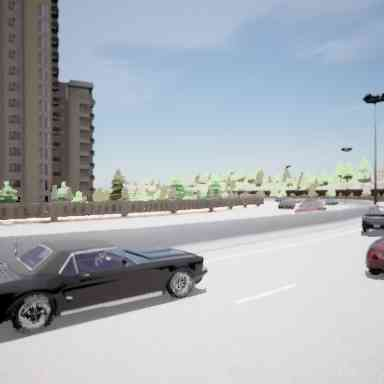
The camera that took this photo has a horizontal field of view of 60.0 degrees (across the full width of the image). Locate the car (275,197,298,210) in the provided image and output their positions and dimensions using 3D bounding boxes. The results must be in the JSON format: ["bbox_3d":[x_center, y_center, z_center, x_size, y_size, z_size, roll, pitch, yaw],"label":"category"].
[{"bbox_3d":[13.396,1.813,46.824,1.994,1.385,4.181,0,-1,27],"label":"car"}]

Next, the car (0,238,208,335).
[{"bbox_3d":[-1.967,1.629,6.826,4.718,1.301,1.895,0,0,-37],"label":"car"}]

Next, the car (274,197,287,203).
[{"bbox_3d":[22.929,2.070,86.380,1.837,1.490,4.892,0,-1,0],"label":"car"}]

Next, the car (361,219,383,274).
[{"bbox_3d":[6.701,1.584,9.584,4.181,1.385,1.994,0,0,-42],"label":"car"}]

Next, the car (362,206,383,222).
[{"bbox_3d":[11.219,1.547,19.021,2.128,1.511,4.902,0,0,42],"label":"car"}]

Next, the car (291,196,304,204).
[{"bbox_3d":[26.387,1.951,83.468,2.097,1.767,4.553,0,-1,3],"label":"car"}]

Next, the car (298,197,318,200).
[{"bbox_3d":[15.953,1.570,44.211,2.097,1.767,4.553,0,0,28],"label":"car"}]

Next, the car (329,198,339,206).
[{"bbox_3d":[27.840,1.947,66.007,2.033,1.411,5.357,0,-1,14],"label":"car"}]

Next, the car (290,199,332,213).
[{"bbox_3d":[10.650,1.643,29.495,1.812,1.442,4.674,0,0,37],"label":"car"}]
